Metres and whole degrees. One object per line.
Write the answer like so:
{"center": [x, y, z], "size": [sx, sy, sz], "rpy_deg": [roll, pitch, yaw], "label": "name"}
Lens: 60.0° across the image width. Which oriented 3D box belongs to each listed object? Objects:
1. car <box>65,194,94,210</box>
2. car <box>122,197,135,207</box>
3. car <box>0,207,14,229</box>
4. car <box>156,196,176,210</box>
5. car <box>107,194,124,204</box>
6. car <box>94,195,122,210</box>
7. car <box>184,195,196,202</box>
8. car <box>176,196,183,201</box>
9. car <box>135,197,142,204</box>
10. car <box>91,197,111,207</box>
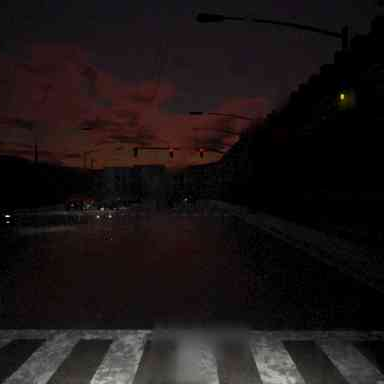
{"center": [-14.132, 1.221, 42.089], "size": [2.150, 2.045, 5.566], "rpy_deg": [0, 0, 1], "label": "car"}
{"center": [-10.631, 1.601, 51.401], "size": [1.895, 1.301, 4.718], "rpy_deg": [0, 0, 0], "label": "car"}
{"center": [-12.800, 1.220, 18.003], "size": [5.566, 2.045, 2.150], "rpy_deg": [0, 1, -29], "label": "car"}
{"center": [-3.499, 1.505, 43.028], "size": [1.837, 1.490, 4.892], "rpy_deg": [0, 0, 1], "label": "car"}
{"center": [-14.125, 1.352, 61.871], "size": [2.097, 1.767, 4.553], "rpy_deg": [0, 0, 0], "label": "car"}
{"center": [-10.628, 1.526, 42.296], "size": [1.812, 1.442, 4.674], "rpy_deg": [0, 0, 0], "label": "car"}
{"center": [-0.113, 1.518, 73.392], "size": [2.128, 1.511, 4.902], "rpy_deg": [0, 0, -3], "label": "car"}
{"center": [-4.075, 1.595, 79.508], "size": [1.895, 1.301, 4.718], "rpy_deg": [0, 0, -10], "label": "car"}
{"center": [-10.623, 1.548, 62.357], "size": [2.033, 1.411, 5.357], "rpy_deg": [0, 0, 0], "label": "car"}
{"center": [-14.133, 1.505, 51.898], "size": [1.837, 1.490, 4.892], "rpy_deg": [0, 0, 0], "label": "car"}
